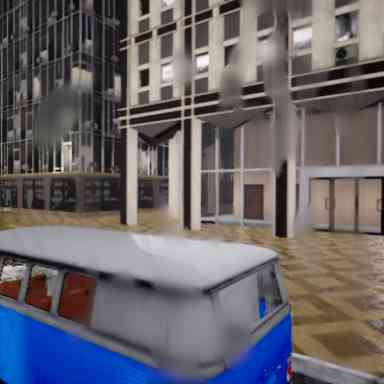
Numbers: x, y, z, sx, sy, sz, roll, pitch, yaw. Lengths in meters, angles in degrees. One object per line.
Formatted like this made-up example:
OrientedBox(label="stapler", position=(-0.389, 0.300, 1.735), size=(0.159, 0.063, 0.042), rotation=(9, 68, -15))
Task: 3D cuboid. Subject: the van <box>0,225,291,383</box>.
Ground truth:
OrientedBox(label="van", position=(-0.982, 1.335, 3.553), size=(3.998, 1.788, 1.690), rotation=(0, 1, 35))
